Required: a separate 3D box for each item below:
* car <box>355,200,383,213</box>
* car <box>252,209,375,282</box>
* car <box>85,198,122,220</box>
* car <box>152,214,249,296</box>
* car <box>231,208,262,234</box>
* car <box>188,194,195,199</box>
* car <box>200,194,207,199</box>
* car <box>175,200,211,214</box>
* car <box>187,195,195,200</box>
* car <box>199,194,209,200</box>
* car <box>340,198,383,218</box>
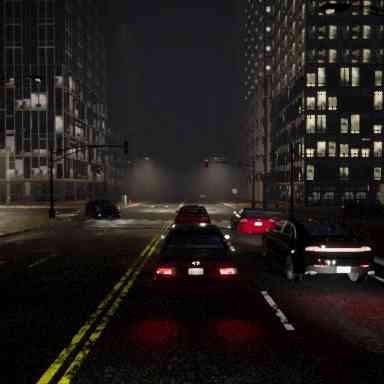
[{"bbox_3d":[21.719,1.641,38.555,4.829,1.417,1.752,1,0,1],"label":"car"},{"bbox_3d":[3.326,1.487,9.704,2.128,1.511,4.902,0,0,0],"label":"car"},{"bbox_3d":[-7.581,1.355,28.200,2.097,1.767,4.553,0,0,-31],"label":"car"},{"bbox_3d":[0.081,1.543,8.789,2.033,1.411,5.357,0,0,0],"label":"car"},{"bbox_3d":[3.306,1.554,18.504,1.994,1.385,4.181,0,0,0],"label":"car"},{"bbox_3d":[-0.217,1.333,91.454,1.895,1.301,4.718,0,0,0],"label":"car"},{"bbox_3d":[3.033,1.262,91.431,1.812,1.442,4.674,0,0,0],"label":"car"},{"bbox_3d":[0.061,1.467,18.609,1.882,1.535,5.008,0,0,1],"label":"car"},{"bbox_3d":[-0.193,1.438,81.422,1.812,1.442,4.674,0,0,0],"label":"car"},{"bbox_3d":[3.057,1.509,81.459,1.895,1.301,4.718,0,0,0],"label":"car"},{"bbox_3d":[16.130,1.517,30.256,5.009,1.841,2.192,1,0,1],"label":"car"}]
